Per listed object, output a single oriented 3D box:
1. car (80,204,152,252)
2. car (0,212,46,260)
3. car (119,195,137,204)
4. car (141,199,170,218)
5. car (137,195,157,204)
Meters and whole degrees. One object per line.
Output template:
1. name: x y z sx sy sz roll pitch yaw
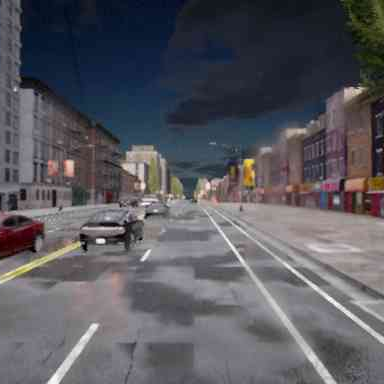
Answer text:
1. car: -3.143 1.479 13.866 2.128 1.511 4.902 0 0 0
2. car: -6.593 1.463 10.845 1.882 1.535 5.008 0 0 0
3. car: -9.793 1.443 51.609 2.150 2.045 5.566 0 -1 0
4. car: -3.137 1.588 30.559 1.994 1.385 4.181 0 0 0
5. car: -6.543 1.443 51.608 2.150 2.045 5.566 0 -1 0
